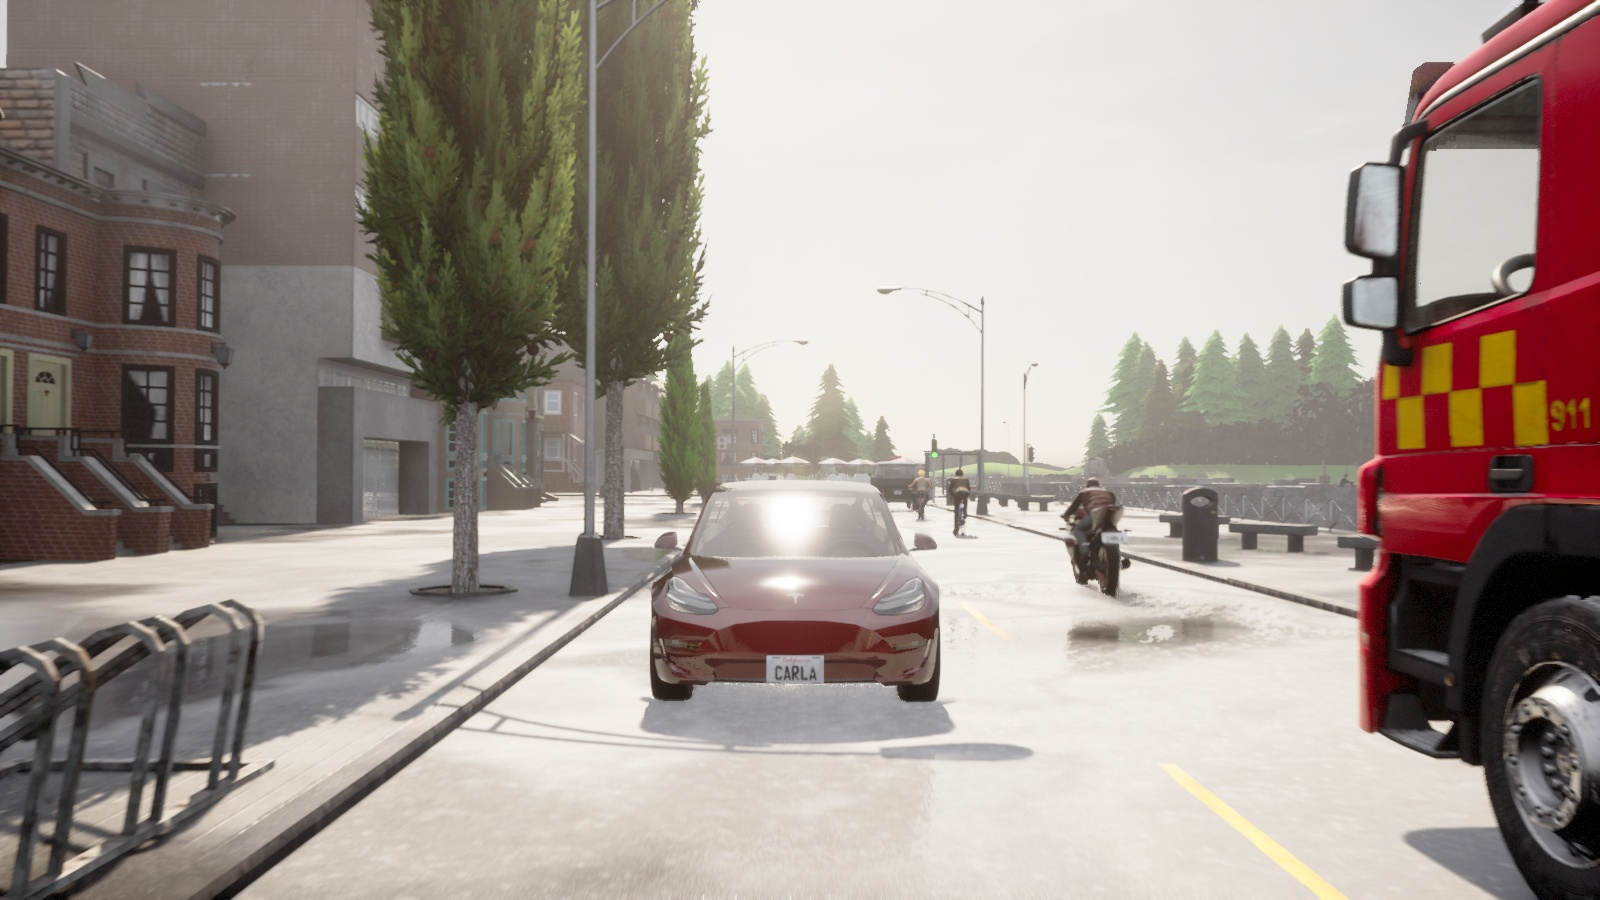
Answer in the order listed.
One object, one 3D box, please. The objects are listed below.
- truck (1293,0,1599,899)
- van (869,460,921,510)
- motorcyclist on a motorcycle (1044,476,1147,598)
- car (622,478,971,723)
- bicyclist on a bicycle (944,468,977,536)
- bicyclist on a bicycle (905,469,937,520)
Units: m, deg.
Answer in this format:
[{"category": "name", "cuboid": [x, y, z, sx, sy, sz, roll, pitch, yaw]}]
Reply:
[{"category": "truck", "cuboid": [3.989, -0.330, 2.173, 2.891, 3.827, 8.468, 0, -1, 0]}, {"category": "van", "cuboid": [3.865, 1.420, 51.840, 1.775, 1.987, 4.442, 0, -1, 0]}, {"category": "motorcyclist on a motorcycle", "cuboid": [3.955, 1.118, 16.998, 0.866, 1.530, 2.191, 0, -1, 0]}, {"category": "car", "cuboid": [-0.027, 0.985, 10.199, 2.163, 1.488, 4.792, 0, -1, 0]}, {"category": "bicyclist on a bicycle", "cuboid": [3.919, 1.267, 30.756, 0.582, 1.620, 1.656, 0, -1, 0]}, {"category": "bicyclist on a bicycle", "cuboid": [3.899, 1.415, 40.611, 0.866, 1.612, 1.509, 0, -1, 0]}]
